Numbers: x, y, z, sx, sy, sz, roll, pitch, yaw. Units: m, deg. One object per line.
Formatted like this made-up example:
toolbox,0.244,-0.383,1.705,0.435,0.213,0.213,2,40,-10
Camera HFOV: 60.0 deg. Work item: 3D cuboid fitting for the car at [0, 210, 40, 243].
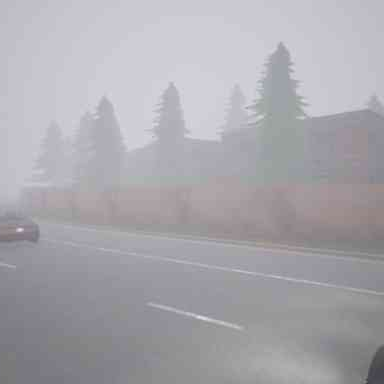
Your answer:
car,-8.484,1.483,14.627,4.181,1.385,1.994,0,0,39

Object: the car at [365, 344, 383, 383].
car,3.479,1.516,1.510,4.892,1.490,1.837,0,0,36
